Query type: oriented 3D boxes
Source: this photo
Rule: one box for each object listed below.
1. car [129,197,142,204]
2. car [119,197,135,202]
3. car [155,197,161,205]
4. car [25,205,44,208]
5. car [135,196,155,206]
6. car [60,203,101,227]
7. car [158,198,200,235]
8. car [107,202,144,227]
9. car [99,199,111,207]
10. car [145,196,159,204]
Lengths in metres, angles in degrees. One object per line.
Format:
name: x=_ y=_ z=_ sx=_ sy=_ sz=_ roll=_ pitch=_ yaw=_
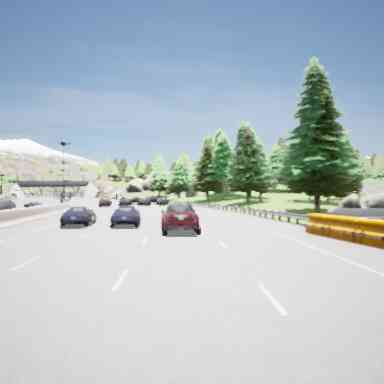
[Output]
car: x=-12.201 y=1.780 z=71.575 sx=1.837 sy=1.490 sz=4.892 roll=-1 pitch=0 yaw=-20
car: x=-12.012 y=1.856 z=59.709 sx=2.128 sy=1.511 sz=4.902 roll=-1 pitch=0 yaw=-18
car: x=-5.457 y=1.792 z=62.195 sx=2.128 sy=1.511 sz=4.902 roll=-1 pitch=0 yaw=-18
car: x=-24.199 y=2.070 z=51.152 sx=1.895 sy=1.301 sz=4.718 roll=-1 pitch=0 yaw=-14
car: x=-8.739 y=1.824 z=60.967 sx=2.128 sy=1.511 sz=4.902 roll=-1 pitch=0 yaw=-18
car: x=-8.311 y=1.751 z=24.598 sx=1.994 sy=1.385 sz=4.181 roll=-1 pitch=0 yaw=-7
car: x=-0.783 y=1.435 z=19.841 sx=2.097 sy=1.767 sz=4.553 roll=-1 pitch=0 yaw=-6
car: x=-4.715 y=1.708 z=24.023 sx=1.994 sy=1.385 sz=4.181 roll=-1 pitch=0 yaw=-7
car: x=-15.284 y=1.887 z=58.416 sx=2.128 sy=1.511 sz=4.902 roll=-1 pitch=0 yaw=-18
car: x=-8.804 y=1.734 z=72.473 sx=1.837 sy=1.490 sz=4.892 roll=-1 pitch=0 yaw=-20
